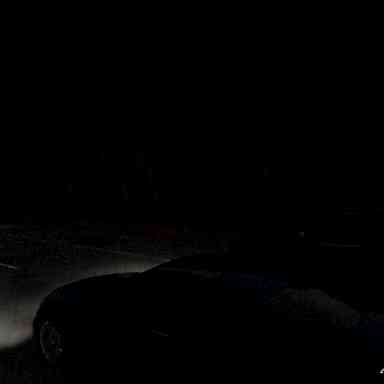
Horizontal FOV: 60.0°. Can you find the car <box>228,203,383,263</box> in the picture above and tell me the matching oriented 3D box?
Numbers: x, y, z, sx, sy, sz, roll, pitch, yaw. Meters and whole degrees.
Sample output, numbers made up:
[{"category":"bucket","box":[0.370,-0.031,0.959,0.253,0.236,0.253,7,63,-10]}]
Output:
[{"category":"car","box":[3.171,1.223,6.049,5.566,2.045,2.150,0,0,36]}]

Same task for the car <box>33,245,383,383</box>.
[{"category":"car","box":[-0.006,1.528,4.033,4.674,1.442,1.812,0,0,36]}]
